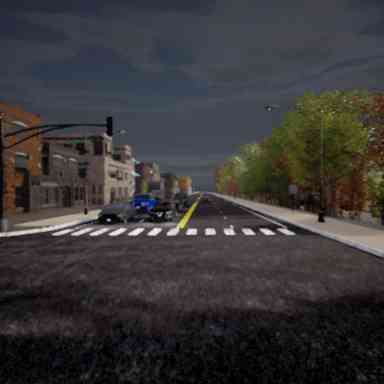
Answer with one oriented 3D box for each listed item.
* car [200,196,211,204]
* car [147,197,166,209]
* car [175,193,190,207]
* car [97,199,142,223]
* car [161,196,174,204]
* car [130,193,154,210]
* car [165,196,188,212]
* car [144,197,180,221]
[{"bbox_3d":[2.384,1.385,60.330,2.033,1.411,5.357,0,0,2],"label":"car"},{"bbox_3d":[-4.817,1.446,45.792,1.812,1.442,4.674,0,0,2],"label":"car"},{"bbox_3d":[-1.517,1.116,47.105,2.150,2.045,5.566,0,0,2],"label":"car"},{"bbox_3d":[-5.568,1.522,25.355,2.033,1.411,5.357,0,0,2],"label":"car"},{"bbox_3d":[-4.266,1.409,59.409,1.812,1.442,4.674,0,0,2],"label":"car"},{"bbox_3d":[-5.201,1.169,35.534,2.150,2.045,5.566,0,0,2],"label":"car"},{"bbox_3d":[-1.905,1.487,36.437,1.994,1.385,4.181,0,0,3],"label":"car"},{"bbox_3d":[-2.268,1.454,26.529,1.837,1.490,4.892,0,0,2],"label":"car"}]
